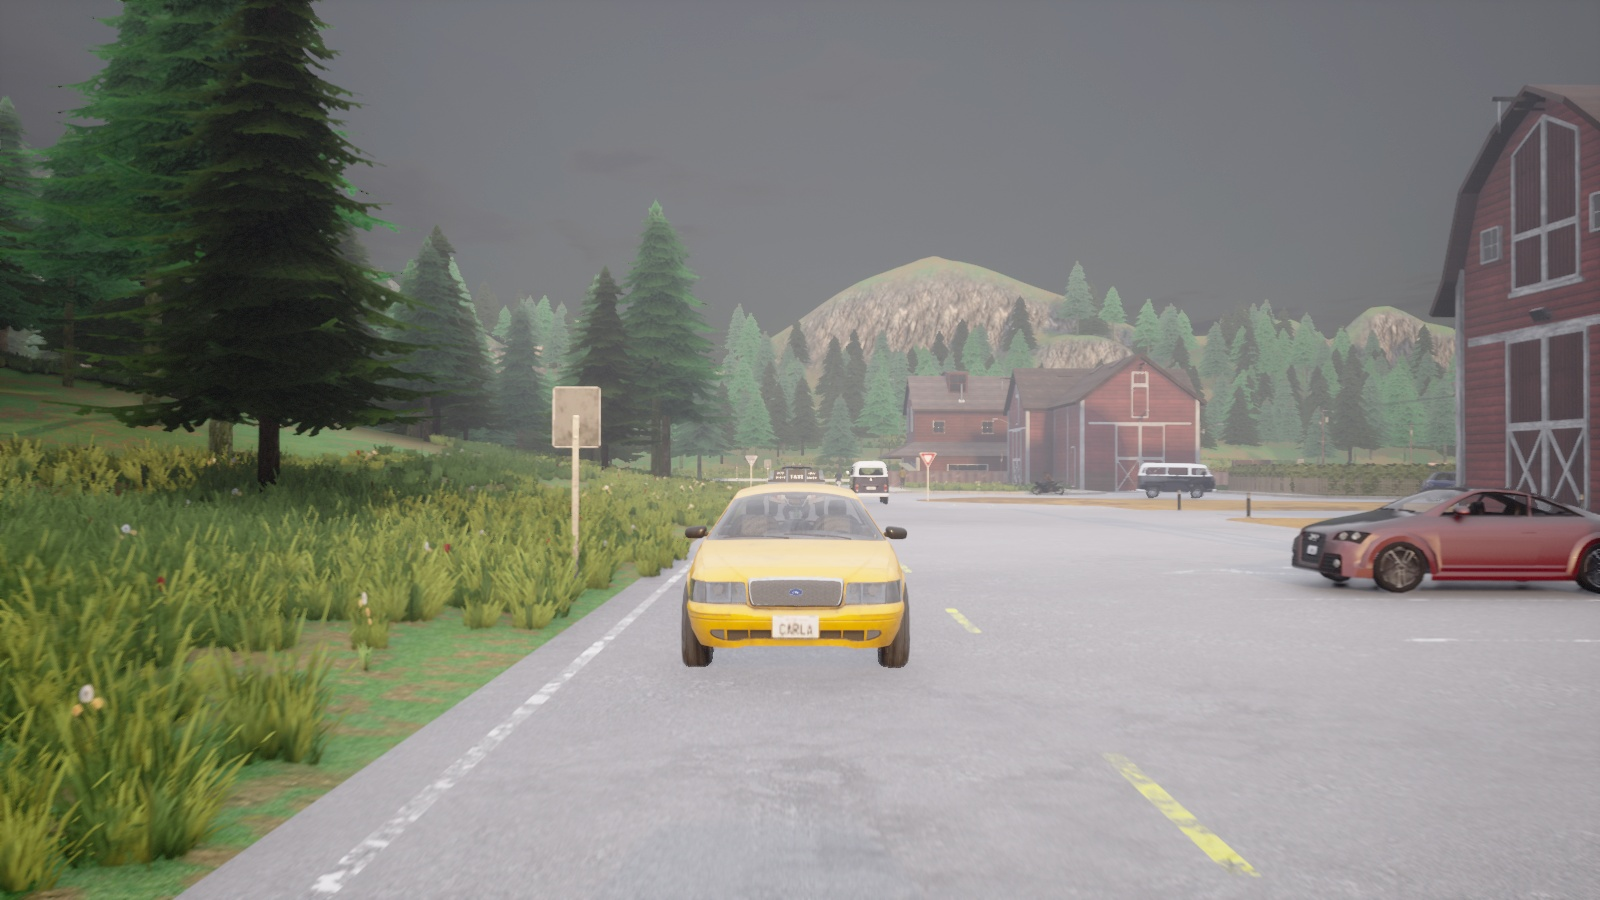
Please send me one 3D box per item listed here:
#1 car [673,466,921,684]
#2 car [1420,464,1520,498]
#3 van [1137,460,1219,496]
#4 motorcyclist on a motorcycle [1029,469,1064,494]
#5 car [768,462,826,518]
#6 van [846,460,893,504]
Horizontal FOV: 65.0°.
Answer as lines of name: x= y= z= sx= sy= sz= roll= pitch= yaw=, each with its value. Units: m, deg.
car: x=-0.029 y=0.952 z=11.822 sx=1.801 sy=1.575 sz=5.366 roll=0 pitch=-1 yaw=0
car: x=36.310 y=1.673 z=68.174 sx=4.553 sy=1.767 sz=2.097 roll=0 pitch=-1 yaw=21
van: x=21.885 y=1.611 z=72.901 sx=4.480 sy=2.038 sz=2.069 roll=0 pitch=-1 yaw=16
motorcyclist on a motorcycle: x=15.403 y=1.968 z=78.368 sx=2.044 sy=1.523 sz=0.797 roll=-1 pitch=-1 yaw=17
car: x=-0.108 y=1.374 z=44.317 sx=1.932 sy=1.855 sz=4.605 roll=0 pitch=-1 yaw=0
van: x=3.350 y=1.552 z=61.379 sx=2.069 sy=2.038 sz=4.480 roll=0 pitch=-1 yaw=0
